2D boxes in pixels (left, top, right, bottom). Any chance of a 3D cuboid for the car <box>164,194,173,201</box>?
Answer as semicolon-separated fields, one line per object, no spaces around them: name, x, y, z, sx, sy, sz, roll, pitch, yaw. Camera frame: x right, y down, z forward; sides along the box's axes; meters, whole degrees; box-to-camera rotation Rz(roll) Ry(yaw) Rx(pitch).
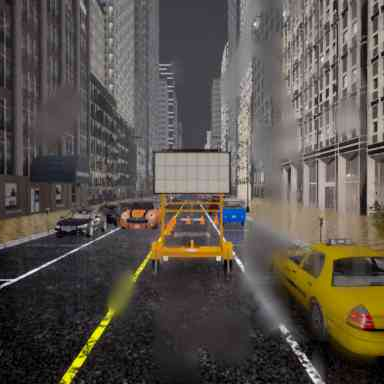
car;-5.686;1.419;79.991;1.967;1.590;4.097;-1;0;0

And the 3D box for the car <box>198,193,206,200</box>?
car;2.695;1.290;91.357;2.192;1.841;5.009;-1;0;0

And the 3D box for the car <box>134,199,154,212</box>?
car;-5.691;1.572;40.206;1.802;1.307;4.206;-1;0;0

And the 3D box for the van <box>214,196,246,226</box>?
van;2.685;1.336;23.153;1.690;1.788;3.998;-1;0;0

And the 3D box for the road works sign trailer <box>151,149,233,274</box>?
road works sign trailer;0.003;0.462;10.502;2.380;3.560;2.880;0;0;0

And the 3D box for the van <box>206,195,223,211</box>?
van;2.687;1.332;40.204;1.690;1.788;3.998;-1;0;0

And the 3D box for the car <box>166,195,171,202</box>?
car;-5.687;1.535;62.940;2.008;1.369;4.403;-1;0;0

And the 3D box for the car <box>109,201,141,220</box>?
car;-5.693;1.538;28.838;1.887;1.381;4.507;-1;0;0

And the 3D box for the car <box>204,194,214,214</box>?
car;2.686;1.307;34.520;2.192;1.841;5.009;-1;0;0

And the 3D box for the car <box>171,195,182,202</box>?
car;-2.989;1.547;67.361;1.994;1.385;4.181;0;0;0

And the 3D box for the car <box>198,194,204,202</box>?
car;2.693;1.535;62.938;2.008;1.369;4.403;-1;0;0

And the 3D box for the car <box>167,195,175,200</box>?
car;-5.683;1.501;91.189;1.752;1.417;4.829;-1;0;0

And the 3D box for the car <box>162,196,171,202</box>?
car;-5.685;1.563;74.307;1.802;1.307;4.206;-1;0;0

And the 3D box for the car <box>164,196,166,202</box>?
car;-5.690;1.538;51.573;2.008;1.369;4.403;-1;0;0

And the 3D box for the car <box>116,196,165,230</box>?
car;-3.099;1.347;21.008;2.097;1.767;4.553;0;0;0

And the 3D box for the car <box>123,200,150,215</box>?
car;-5.693;1.543;34.522;2.008;1.369;4.403;-1;0;0

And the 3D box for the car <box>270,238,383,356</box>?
car;2.684;1.524;6.272;1.752;1.417;4.829;-1;0;0

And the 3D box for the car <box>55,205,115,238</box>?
car;-5.695;1.547;17.471;2.008;1.369;4.403;-1;0;0
